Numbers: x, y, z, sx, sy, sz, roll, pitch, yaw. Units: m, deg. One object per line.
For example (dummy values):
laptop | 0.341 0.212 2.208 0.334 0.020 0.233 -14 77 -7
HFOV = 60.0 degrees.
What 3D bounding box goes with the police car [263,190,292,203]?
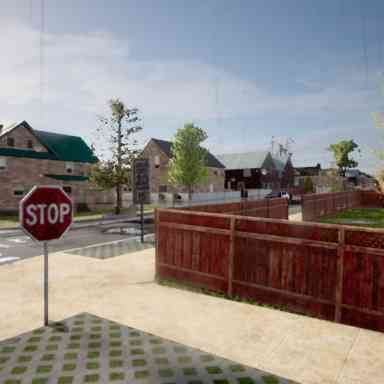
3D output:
police car | 9.624 0.602 37.610 2.038 1.542 4.974 -1 1 36
